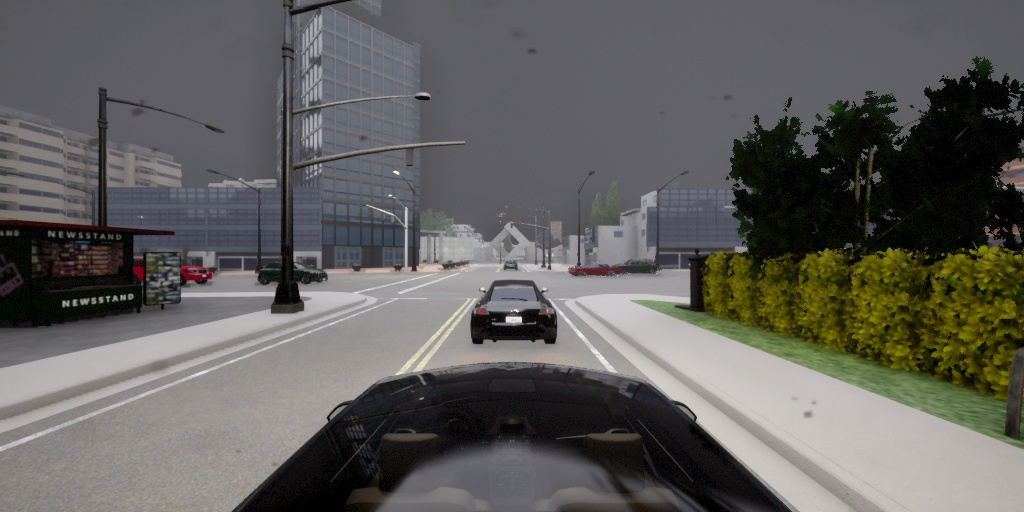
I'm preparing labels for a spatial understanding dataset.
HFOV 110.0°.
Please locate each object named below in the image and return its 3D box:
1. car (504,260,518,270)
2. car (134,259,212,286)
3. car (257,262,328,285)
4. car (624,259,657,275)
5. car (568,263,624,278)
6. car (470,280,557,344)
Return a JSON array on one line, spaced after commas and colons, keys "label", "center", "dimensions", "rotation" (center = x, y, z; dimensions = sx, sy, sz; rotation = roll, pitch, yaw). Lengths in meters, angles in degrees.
[{"label": "car", "center": [-0.152, 1.314, 53.874], "dimensions": [1.994, 1.385, 4.181], "rotation": [0, 0, 0]}, {"label": "car", "center": [-26.012, 1.190, 27.051], "dimensions": [5.566, 2.045, 2.150], "rotation": [-1, 0, -1]}, {"label": "car", "center": [-16.495, 1.210, 27.168], "dimensions": [4.553, 1.767, 2.097], "rotation": [-1, 0, -1]}, {"label": "car", "center": [12.955, 1.091, 38.249], "dimensions": [4.553, 1.767, 2.097], "rotation": [0, 0, 0]}, {"label": "car", "center": [7.741, 1.351, 33.894], "dimensions": [4.718, 1.301, 1.895], "rotation": [0, 0, -11]}, {"label": "car", "center": [0.045, 1.314, 9.583], "dimensions": [1.994, 1.385, 4.181], "rotation": [0, 0, 0]}]
